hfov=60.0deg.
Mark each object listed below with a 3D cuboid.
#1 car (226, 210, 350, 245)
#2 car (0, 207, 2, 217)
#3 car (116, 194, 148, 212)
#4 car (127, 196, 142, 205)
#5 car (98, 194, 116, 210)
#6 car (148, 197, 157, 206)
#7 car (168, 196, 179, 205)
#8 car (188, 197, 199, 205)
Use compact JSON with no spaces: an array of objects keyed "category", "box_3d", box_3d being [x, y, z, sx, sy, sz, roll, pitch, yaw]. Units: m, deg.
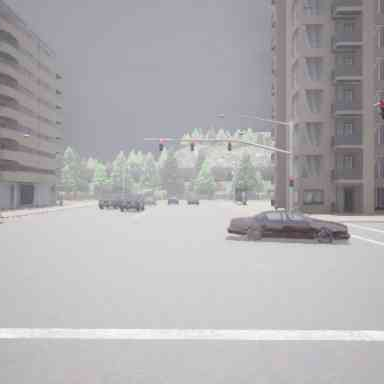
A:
[{"category":"car","box_3d":[4.335,1.547,15.491,5.357,1.411,2.033,0,0,17]},{"category":"car","box_3d":[-15.950,1.491,23.033,4.902,1.511,2.128,0,1,-26]},{"category":"car","box_3d":[-7.012,1.222,39.469,2.150,2.045,5.566,0,0,0]},{"category":"car","box_3d":[-10.374,1.529,60.275,1.812,1.442,4.674,0,0,0]},{"category":"car","box_3d":[-10.504,1.223,43.437,2.150,2.045,5.566,0,0,0]},{"category":"car","box_3d":[-6.940,1.525,54.596,1.812,1.442,4.674,0,0,1]},{"category":"car","box_3d":[-3.374,1.526,60.030,1.812,1.442,4.674,0,0,0]},{"category":"car","box_3d":[0.223,1.564,58.373,1.994,1.385,4.181,0,0,0]}]
